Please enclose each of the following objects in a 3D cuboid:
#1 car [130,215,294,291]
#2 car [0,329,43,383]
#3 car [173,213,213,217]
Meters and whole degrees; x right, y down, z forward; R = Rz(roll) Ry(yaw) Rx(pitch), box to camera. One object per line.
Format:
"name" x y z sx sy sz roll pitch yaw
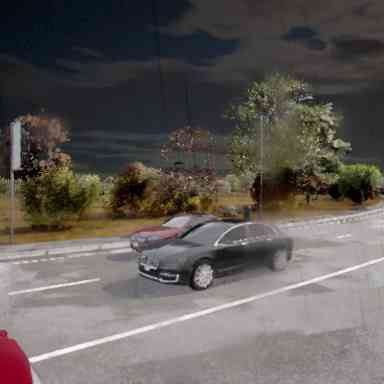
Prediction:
"car" 0.866 1.524 9.219 4.892 1.490 1.837 0 0 -38
"car" -3.216 1.609 1.546 4.718 1.301 1.895 0 0 -35
"car" -0.122 1.553 12.900 4.674 1.442 1.812 0 0 -39
